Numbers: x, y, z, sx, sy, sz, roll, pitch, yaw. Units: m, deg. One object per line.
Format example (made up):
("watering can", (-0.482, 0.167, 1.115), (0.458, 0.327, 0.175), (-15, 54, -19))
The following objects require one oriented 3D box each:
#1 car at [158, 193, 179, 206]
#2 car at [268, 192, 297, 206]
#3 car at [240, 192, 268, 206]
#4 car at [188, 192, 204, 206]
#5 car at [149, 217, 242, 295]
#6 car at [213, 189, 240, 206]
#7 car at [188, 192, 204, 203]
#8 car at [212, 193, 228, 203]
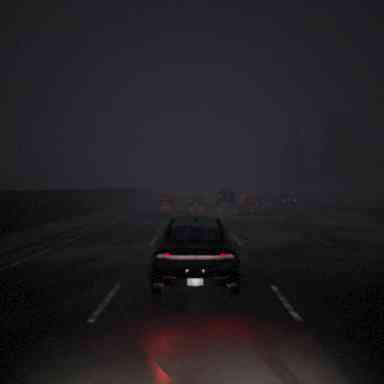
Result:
("car", (-3.009, 0.873, 40.689), (1.837, 1.490, 4.892), (0, 1, 1))
("car", (10.980, 0.928, 39.682), (2.033, 1.411, 5.357), (0, 1, 1))
("car", (7.491, 0.968, 40.590), (1.895, 1.301, 4.718), (0, 1, 1))
("car", (0.486, 0.975, 40.260), (1.895, 1.301, 4.718), (0, 1, 1))
("car", (0.089, 1.360, 8.372), (2.128, 1.511, 4.902), (0, 1, 1))
("car", (3.981, 0.602, 39.794), (2.150, 2.045, 5.566), (0, 1, 1))
("car", (0.600, 0.724, 49.397), (2.128, 1.511, 4.902), (0, 1, 1))
("car", (4.100, 0.833, 49.385), (1.895, 1.301, 4.718), (0, 1, 1))
